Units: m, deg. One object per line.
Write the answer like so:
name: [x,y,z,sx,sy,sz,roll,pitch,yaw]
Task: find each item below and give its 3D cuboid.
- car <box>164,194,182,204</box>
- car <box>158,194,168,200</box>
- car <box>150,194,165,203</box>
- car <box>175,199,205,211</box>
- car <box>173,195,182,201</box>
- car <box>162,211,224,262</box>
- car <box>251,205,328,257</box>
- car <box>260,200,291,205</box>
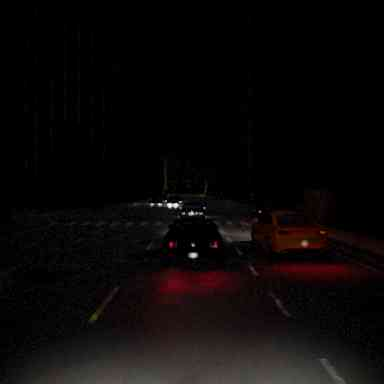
car: [-3.525,1.448,62.740,2.128,1.511,4.902,0,0,1]
car: [-6.988,1.242,81.096,2.033,1.411,5.357,0,0,0]
car: [-7.004,1.306,65.454,2.097,1.767,4.553,0,0,0]
car: [0.044,1.512,25.545,2.033,1.411,5.357,0,1,1]
car: [-3.488,1.433,79.116,1.994,1.385,4.181,0,0,0]
car: [0.058,1.592,12.120,1.895,1.301,4.718,0,0,0]
car: [3.562,1.469,12.939,1.882,1.535,5.008,0,0,0]
car: [7.471,1.448,28.977,4.674,1.442,1.812,0,-1,-38]
